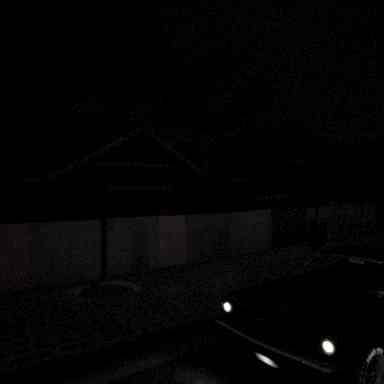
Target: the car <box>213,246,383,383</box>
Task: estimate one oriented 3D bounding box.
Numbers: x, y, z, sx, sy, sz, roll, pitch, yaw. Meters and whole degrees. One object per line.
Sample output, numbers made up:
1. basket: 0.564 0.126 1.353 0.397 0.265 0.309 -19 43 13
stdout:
1. car: 2.605 1.608 5.142 4.718 1.301 1.895 0 0 -37
